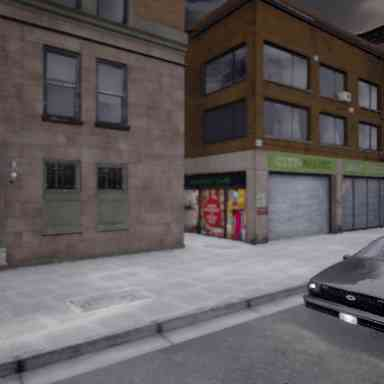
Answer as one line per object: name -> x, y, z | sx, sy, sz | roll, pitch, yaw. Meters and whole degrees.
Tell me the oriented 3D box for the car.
car -> 4.560, 1.552, 6.657 | 5.357, 1.411, 2.033 | 0, 0, -36
